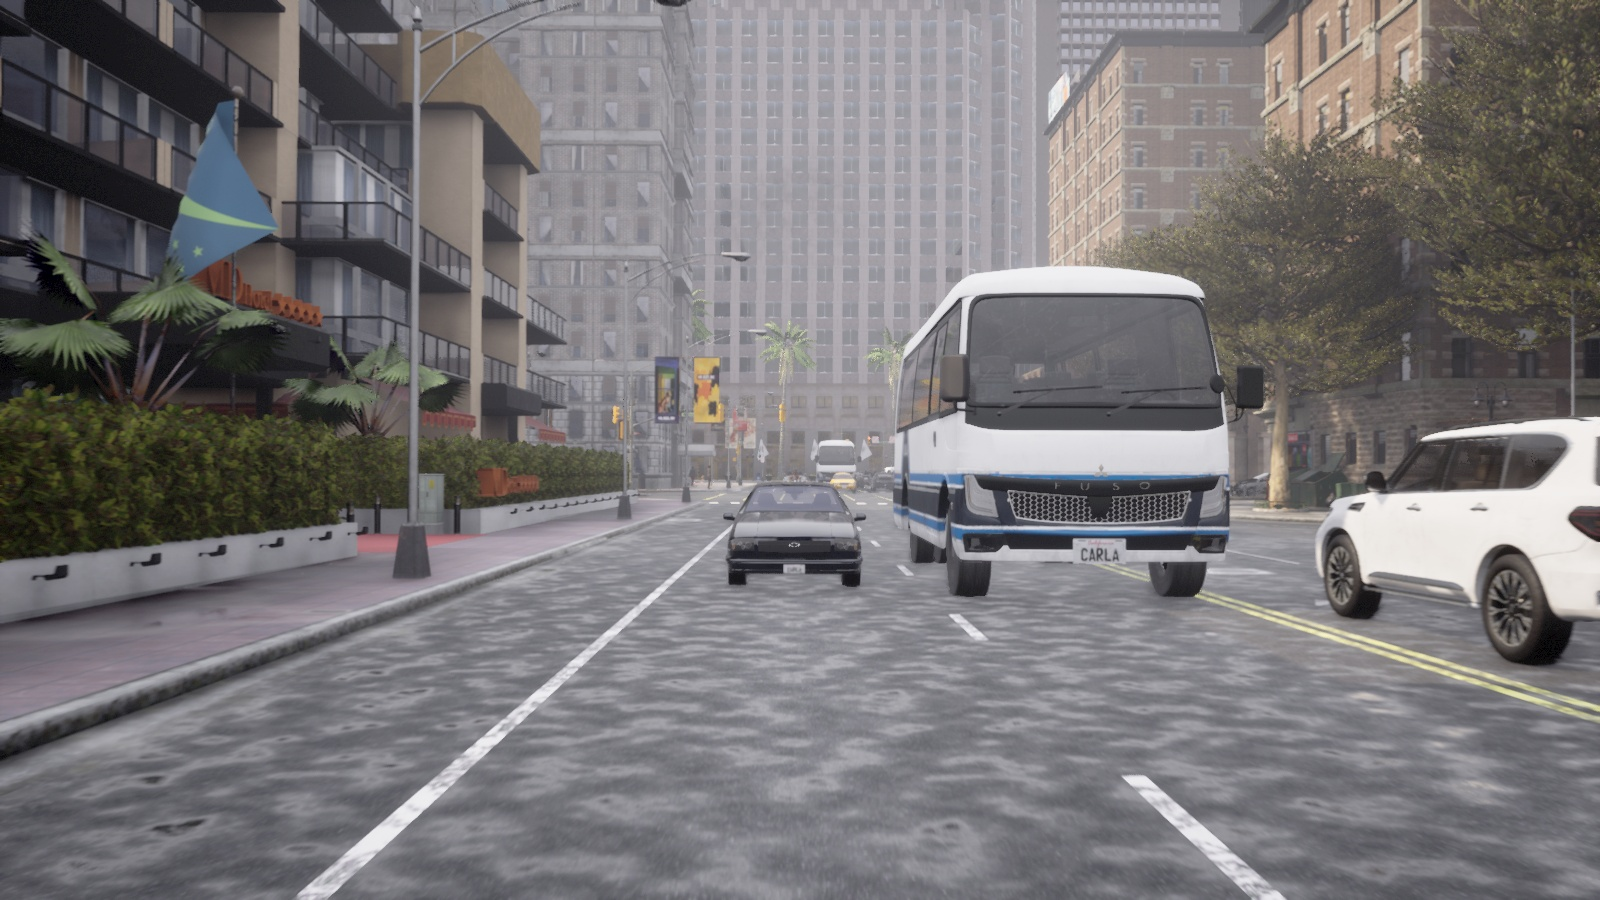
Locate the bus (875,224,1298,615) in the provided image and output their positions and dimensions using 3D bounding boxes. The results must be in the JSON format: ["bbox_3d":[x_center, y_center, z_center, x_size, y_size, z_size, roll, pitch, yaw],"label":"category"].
[{"bbox_3d":[3.426,-0.255,18.845,3.944,4.253,10.273,0,-1,0],"label":"bus"}]

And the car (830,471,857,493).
[{"bbox_3d":[3.166,2.299,92.235,1.801,1.575,5.366,0,-1,0],"label":"car"}]

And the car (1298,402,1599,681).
[{"bbox_3d":[6.945,0.712,12.001,2.150,2.045,5.566,0,-1,0],"label":"car"}]

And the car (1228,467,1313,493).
[{"bbox_3d":[30.329,1.925,81.055,4.611,1.667,2.242,0,-1,1],"label":"car"}]

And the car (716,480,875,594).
[{"bbox_3d":[-0.069,1.179,18.779,2.033,1.411,5.357,0,-1,0],"label":"car"}]
